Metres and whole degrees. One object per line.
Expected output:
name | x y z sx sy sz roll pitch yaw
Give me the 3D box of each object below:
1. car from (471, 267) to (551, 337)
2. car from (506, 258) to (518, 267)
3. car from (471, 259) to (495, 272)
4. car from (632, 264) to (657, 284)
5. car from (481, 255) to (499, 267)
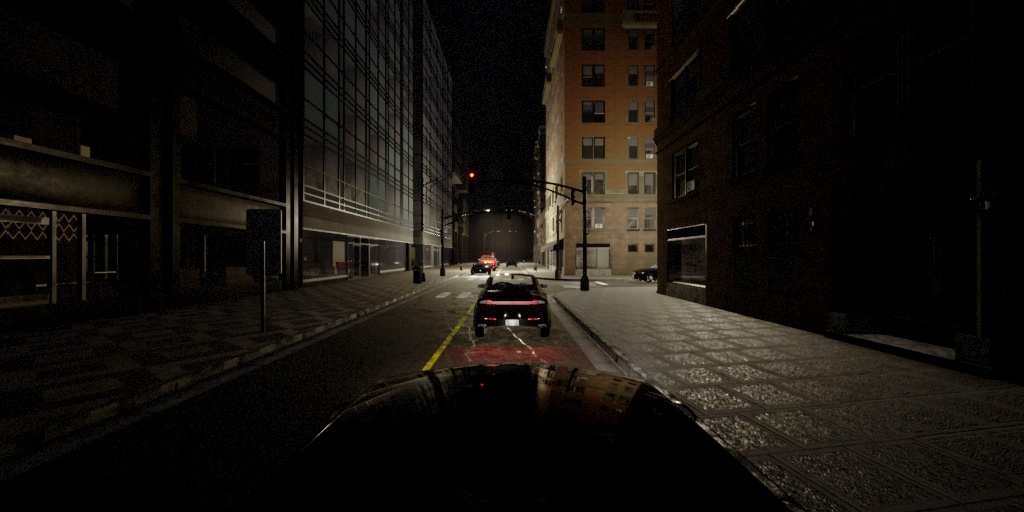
car | 0.016 1.240 10.256 2.128 1.511 4.902 0 0 0
car | -0.098 1.230 65.215 1.812 1.442 4.674 0 0 0
car | -3.210 1.291 38.129 1.994 1.385 4.181 0 0 0
car | 11.256 1.197 26.087 4.902 1.511 2.128 0 0 0
car | -3.232 0.940 47.548 2.150 2.045 5.566 0 0 0
